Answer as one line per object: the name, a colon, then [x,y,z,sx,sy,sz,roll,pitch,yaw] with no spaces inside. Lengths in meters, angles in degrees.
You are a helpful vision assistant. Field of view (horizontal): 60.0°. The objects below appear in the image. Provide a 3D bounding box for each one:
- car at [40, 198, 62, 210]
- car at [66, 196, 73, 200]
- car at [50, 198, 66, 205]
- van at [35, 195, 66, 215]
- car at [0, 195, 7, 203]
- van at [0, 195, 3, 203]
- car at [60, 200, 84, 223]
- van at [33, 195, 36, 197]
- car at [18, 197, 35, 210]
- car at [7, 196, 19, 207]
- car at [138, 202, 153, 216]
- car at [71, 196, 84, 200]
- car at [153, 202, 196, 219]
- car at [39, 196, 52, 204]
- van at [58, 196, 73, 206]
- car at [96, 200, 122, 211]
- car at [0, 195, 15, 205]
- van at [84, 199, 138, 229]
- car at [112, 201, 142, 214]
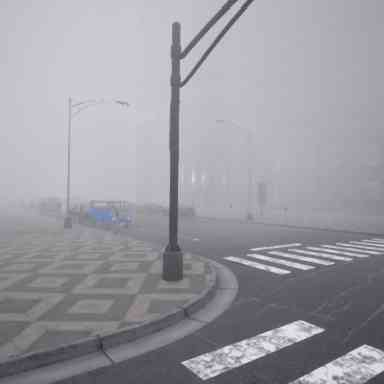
car: [-19.712,1.658,46.500,1.837,1.490,4.892,1,-1,-35]
car: [-20.589,1.607,57.742,2.192,1.841,5.009,1,-1,-35]
car: [-26.969,1.886,66.764,2.008,1.369,4.403,1,-1,-35]
van: [-14.826,1.397,34.775,1.690,1.788,3.998,1,-1,-35]
car: [-43.509,1.564,75.392,2.192,1.841,5.009,1,-1,-35]
van: [-46.697,1.613,79.905,1.690,1.788,3.998,1,-1,-35]
car: [-8.454,1.559,25.747,1.887,1.381,4.507,1,-1,-35]
van: [-36.534,1.741,80.303,1.690,1.788,3.998,1,-1,-35]
car: [-21.203,1.681,43.798,1.802,1.307,4.206,1,-1,-35]
car: [-27.576,1.692,52.825,2.008,1.369,4.403,1,-1,-35]
car: [-4.646,1.731,35.179,1.887,1.381,4.507,1,-1,-35]
car: [-17.402,1.816,53.228,1.887,1.381,4.507,1,-1,-35]
car: [-1.457,1.710,30.667,1.887,1.381,4.507,1,-1,-35]
car: [-33.347,1.818,75.790,1.967,1.590,4.097,1,-1,-35]
van: [-23.778,1.655,62.254,1.690,1.788,3.998,1,-1,-35]
car: [-11.122,1.754,44.342,1.752,1.417,4.829,1,-1,-35]
car: [-37.039,1.731,66.225,1.752,1.417,4.829,1,-1,-35]
van: [-5.265,1.336,21.236,1.690,1.788,3.998,1,-1,-35]
car: [-7.835,1.752,39.691,1.887,1.381,4.507,1,-1,-35]
